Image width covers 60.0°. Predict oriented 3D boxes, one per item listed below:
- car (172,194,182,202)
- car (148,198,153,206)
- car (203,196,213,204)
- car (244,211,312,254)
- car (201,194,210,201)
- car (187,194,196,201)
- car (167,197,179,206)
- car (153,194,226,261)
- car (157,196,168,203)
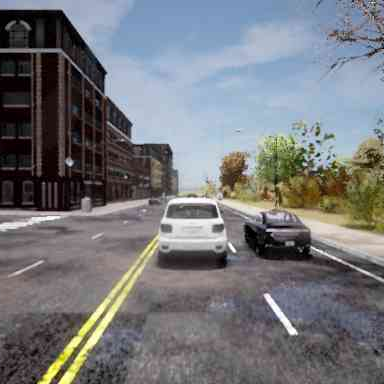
[{"bbox_3d":[-3.268,1.392,74.259,2.097,1.767,4.553,0,0,0],"label":"car"},{"bbox_3d":[-6.569,1.687,58.629,1.895,1.301,4.718,0,0,1],"label":"car"},{"bbox_3d":[3.233,1.582,69.924,1.882,1.535,5.008,0,0,0],"label":"car"},{"bbox_3d":[3.287,1.510,13.511,2.128,1.511,4.902,0,0,1],"label":"car"},{"bbox_3d":[3.230,1.313,80.316,2.097,1.767,4.553,0,0,0],"label":"car"},{"bbox_3d":[-0.020,1.313,80.316,2.097,1.767,4.553,0,0,0],"label":"car"},{"bbox_3d":[-3.322,1.650,58.853,1.994,1.385,4.181,0,0,1],"label":"car"},{"bbox_3d":[0.026,1.240,12.467,2.150,2.045,5.566,0,0,0],"label":"car"},{"bbox_3d":[-6.518,1.589,74.228,1.994,1.385,4.181,0,0,0],"label":"car"}]
